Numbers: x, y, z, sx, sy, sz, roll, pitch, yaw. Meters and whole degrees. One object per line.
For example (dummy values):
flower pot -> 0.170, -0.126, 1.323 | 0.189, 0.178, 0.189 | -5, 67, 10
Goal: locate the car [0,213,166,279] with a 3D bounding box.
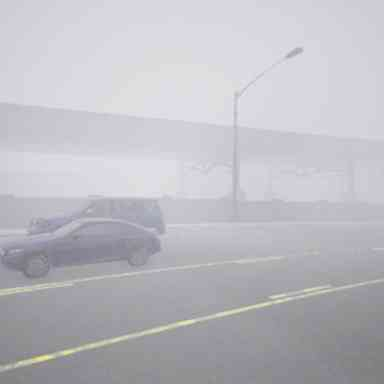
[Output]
car -> -3.159, 1.531, 10.107 | 4.674, 1.442, 1.812 | 1, 0, -33

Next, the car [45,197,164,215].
car -> -3.778, 1.240, 13.923 | 5.566, 2.045, 2.150 | 1, 0, -32
